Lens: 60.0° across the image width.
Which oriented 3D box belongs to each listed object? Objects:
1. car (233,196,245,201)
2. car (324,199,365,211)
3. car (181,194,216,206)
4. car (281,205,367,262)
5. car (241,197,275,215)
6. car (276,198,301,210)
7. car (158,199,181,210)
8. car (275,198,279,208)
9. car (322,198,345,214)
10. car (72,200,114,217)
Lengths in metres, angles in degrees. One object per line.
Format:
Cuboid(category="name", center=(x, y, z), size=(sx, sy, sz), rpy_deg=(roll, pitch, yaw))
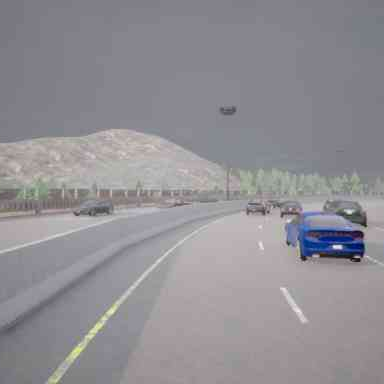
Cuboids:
Cuboid(category="car", center=(9.932, 1.557, 67.083), size=(1.994, 1.385, 4.181), rpy_deg=(0, 0, 39))
Cuboid(category="car", center=(10.565, 1.351, 23.149), size=(2.097, 1.767, 4.553), rpy_deg=(0, 0, 15))
Cuboid(category="car", center=(1.158, 1.220, 39.054), size=(2.150, 2.045, 5.566), rpy_deg=(0, 0, 23))
Cuboid(category="car", center=(4.667, 1.477, 12.313), size=(1.882, 1.535, 5.008), rpy_deg=(0, 0, 8))
Cuboid(category="car", center=(6.689, 1.491, 33.467), size=(2.128, 1.511, 4.902), rpy_deg=(0, 0, 21))
Cuboid(category="car", center=(9.258, 1.546, 30.609), size=(2.033, 1.411, 5.357), rpy_deg=(0, 0, 20))
Cuboid(category="car", center=(-2.368, 1.525, 39.589), size=(1.812, 1.442, 4.674), rpy_deg=(0, 0, 23))
Cuboid(category="car", center=(10.976, 1.503, 42.983), size=(1.837, 1.490, 4.892), rpy_deg=(0, 0, 28))
Cuboid(category="car", center=(15.611, 1.489, 36.466), size=(2.128, 1.511, 4.902), rpy_deg=(0, 0, 25))
Cuboid(category="car", center=(-9.139, 1.505, 31.120), size=(1.837, 1.490, 4.892), rpy_deg=(0, 0, 17))
